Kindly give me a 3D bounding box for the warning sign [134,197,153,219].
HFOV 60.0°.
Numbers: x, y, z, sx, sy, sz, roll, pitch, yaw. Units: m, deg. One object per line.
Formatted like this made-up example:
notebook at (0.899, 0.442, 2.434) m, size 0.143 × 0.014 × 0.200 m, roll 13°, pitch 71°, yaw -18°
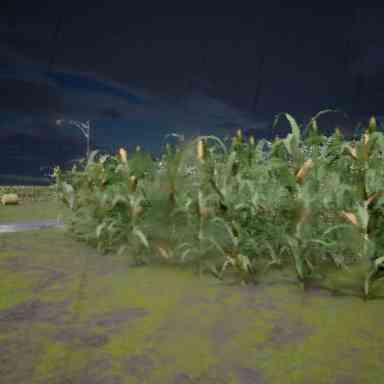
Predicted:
warning sign at (-4.273, 1.345, 29.314) m, size 1.300 × 1.860 × 1.060 m, roll 0°, pitch 0°, yaw 34°
